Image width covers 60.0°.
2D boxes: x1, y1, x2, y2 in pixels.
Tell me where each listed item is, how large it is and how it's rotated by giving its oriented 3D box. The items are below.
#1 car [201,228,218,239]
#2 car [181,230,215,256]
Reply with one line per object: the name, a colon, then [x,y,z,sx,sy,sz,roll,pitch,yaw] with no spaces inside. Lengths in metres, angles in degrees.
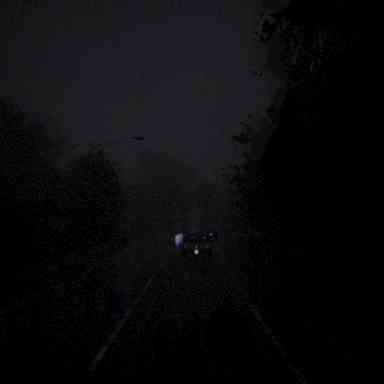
car: [1.842,4.737,37.410,1.895,1.301,4.718,-1,-6,10]
car: [0.330,3.396,21.771,1.895,1.301,4.718,-1,-4,2]
